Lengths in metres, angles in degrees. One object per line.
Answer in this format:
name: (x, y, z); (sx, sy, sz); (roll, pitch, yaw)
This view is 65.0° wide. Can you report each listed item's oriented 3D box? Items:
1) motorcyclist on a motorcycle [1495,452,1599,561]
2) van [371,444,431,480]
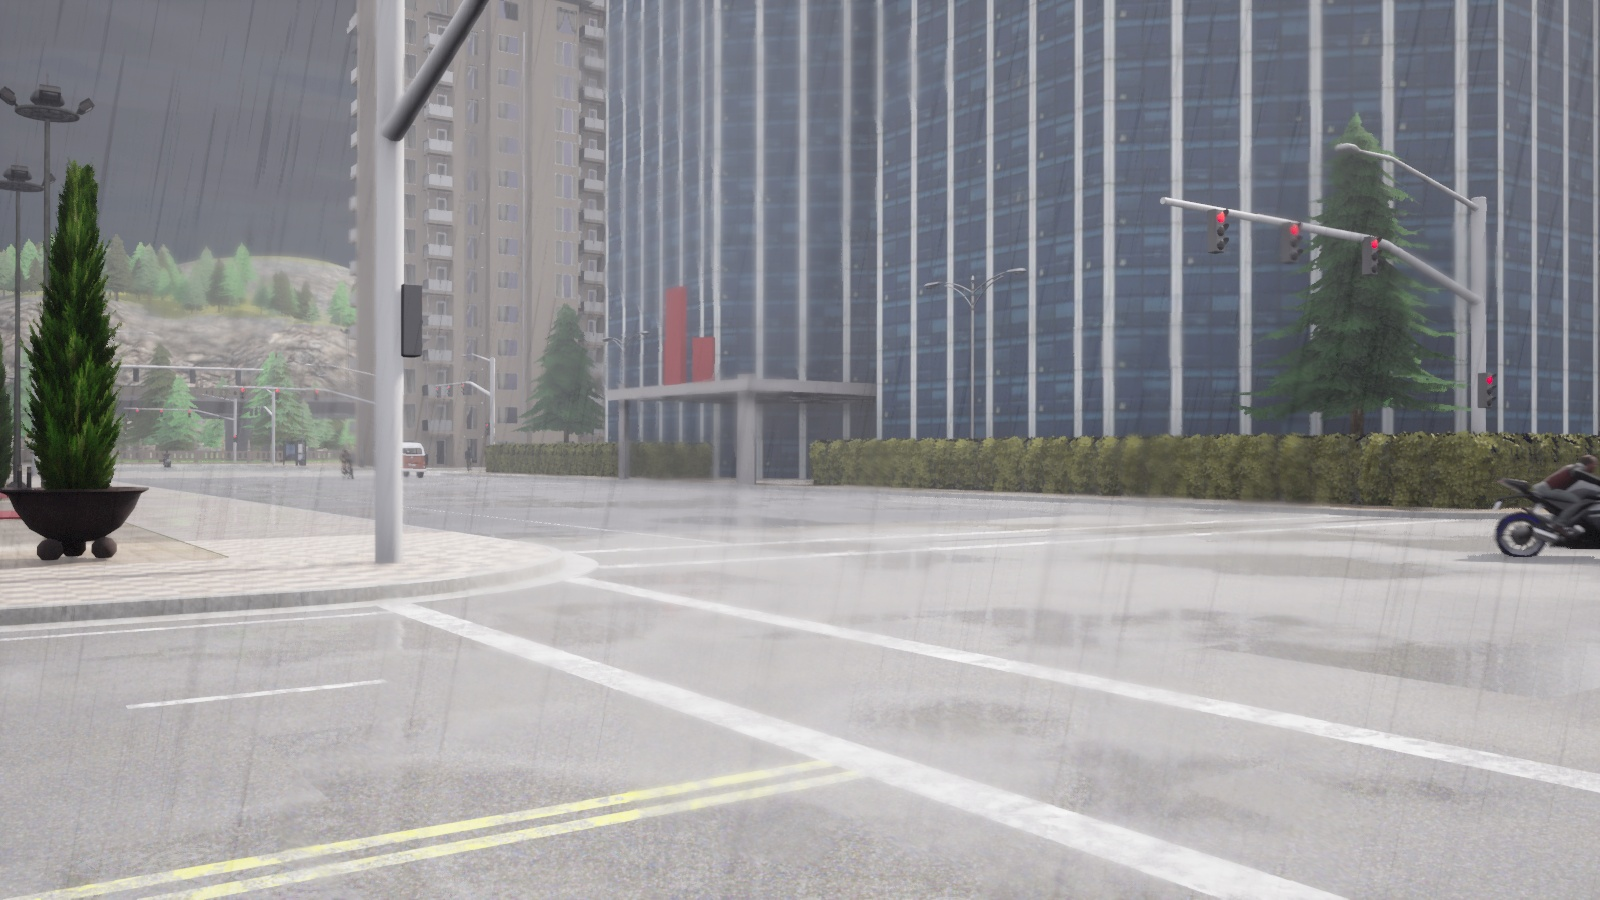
motorcyclist on a motorcycle: (11.293, 0.800, 18.000); (2.191, 1.530, 0.866); (0, -1, 17)
van: (-23.235, 0.696, 73.072); (2.069, 2.038, 4.480); (0, 0, -35)
